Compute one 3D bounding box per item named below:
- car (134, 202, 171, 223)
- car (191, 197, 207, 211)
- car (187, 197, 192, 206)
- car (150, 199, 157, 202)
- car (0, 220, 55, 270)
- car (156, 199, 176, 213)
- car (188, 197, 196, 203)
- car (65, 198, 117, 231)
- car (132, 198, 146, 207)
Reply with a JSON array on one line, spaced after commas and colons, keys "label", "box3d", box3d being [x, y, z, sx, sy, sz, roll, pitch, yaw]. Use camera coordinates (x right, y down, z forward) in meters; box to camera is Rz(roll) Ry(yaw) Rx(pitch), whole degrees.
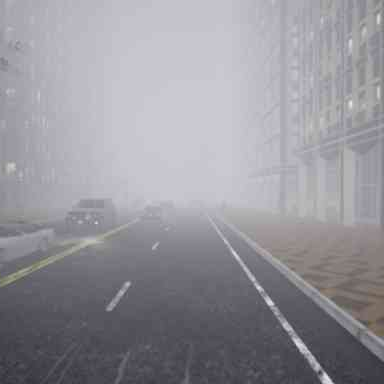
[{"label": "car", "box3d": [-3.144, 1.795, 27.695, 2.033, 1.411, 5.357, 0, 0, 0]}, {"label": "car", "box3d": [1.177, 1.889, 48.689, 1.801, 1.575, 5.366, 0, 0, 0]}, {"label": "car", "box3d": [0.054, 2.102, 66.662, 2.033, 1.411, 5.357, 0, 0, 0]}, {"label": "car", "box3d": [-6.475, 2.030, 61.009, 1.837, 1.490, 4.892, 0, 0, 1]}, {"label": "car", "box3d": [-6.587, 1.700, 11.471, 1.895, 1.301, 4.718, 0, -1, 0]}, {"label": "car", "box3d": [-3.116, 1.861, 43.310, 1.882, 1.535, 5.008, 0, 0, 0]}, {"label": "car", "box3d": [0.069, 2.026, 82.640, 1.837, 1.490, 4.892, 0, 0, 0]}, {"label": "car", "box3d": [-6.535, 1.417, 22.223, 2.150, 2.045, 5.566, 0, -1, 0]}, {"label": "car", "box3d": [-9.727, 1.878, 61.075, 2.097, 1.767, 4.553, 0, 0, 1]}]
